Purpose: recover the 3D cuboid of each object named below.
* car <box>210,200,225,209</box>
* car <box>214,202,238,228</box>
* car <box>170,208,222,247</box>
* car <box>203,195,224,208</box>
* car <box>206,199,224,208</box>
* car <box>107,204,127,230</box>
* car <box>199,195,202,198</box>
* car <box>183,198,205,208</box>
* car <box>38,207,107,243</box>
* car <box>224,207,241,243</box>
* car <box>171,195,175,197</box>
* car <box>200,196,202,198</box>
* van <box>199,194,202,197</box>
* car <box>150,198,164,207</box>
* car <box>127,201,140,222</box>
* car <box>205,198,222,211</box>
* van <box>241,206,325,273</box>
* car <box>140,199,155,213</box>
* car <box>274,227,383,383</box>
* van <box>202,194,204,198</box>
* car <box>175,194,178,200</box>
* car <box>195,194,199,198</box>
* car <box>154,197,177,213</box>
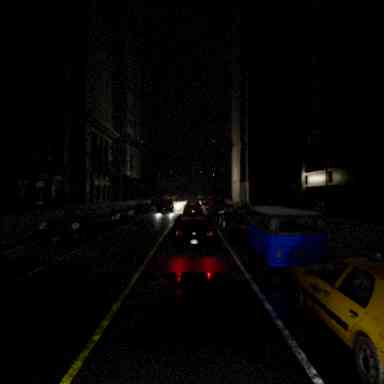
[{"bbox_3d":[2.768,1.640,27.354,1.947,1.339,4.313,0,0,0],"label":"car"},{"bbox_3d":[2.768,1.608,21.717,2.008,1.369,4.403,0,0,0],"label":"car"},{"bbox_3d":[0.094,1.639,15.084,1.895,1.301,4.718,0,0,0],"label":"car"},{"bbox_3d":[2.770,1.424,38.628,2.192,1.841,5.009,0,0,0],"label":"car"},{"bbox_3d":[2.769,1.657,32.990,1.947,1.339,4.313,0,0,0],"label":"car"},{"bbox_3d":[-5.757,1.639,21.712,1.802,1.307,4.206,0,0,0],"label":"car"},{"bbox_3d":[2.772,1.708,61.343,1.752,1.417,4.829,0,0,0],"label":"car"},{"bbox_3d":[0.098,1.616,32.828,1.812,1.442,4.674,0,0,0],"label":"car"},{"bbox_3d":[-5.757,1.482,16.077,1.967,1.590,4.097,0,0,0],"label":"car"},{"bbox_3d":[2.767,1.623,16.080,1.802,1.307,4.206,0,0,0],"label":"car"},{"bbox_3d":[-5.752,1.808,78.075,1.947,1.339,4.313,0,0,0],"label":"car"},{"bbox_3d":[2.771,1.714,55.537,2.008,1.369,4.403,0,0,0],"label":"car"},{"bbox_3d":[2.773,1.542,66.811,1.690,1.788,3.998,0,0,0],"label":"van"},{"bbox_3d":[-5.754,1.729,55.531,1.947,1.339,4.313,0,0,0],"label":"car"},{"bbox_3d":[-5.757,1.656,27.349,1.802,1.307,4.206,0,0,0],"label":"car"},{"bbox_3d":[2.770,1.567,44.264,1.967,1.590,4.097,0,0,0],"label":"car"},{"bbox_3d":[2.768,1.367,10.444,1.690,1.788,3.998,0,0,0],"label":"van"},{"bbox_3d":[-5.756,1.691,38.622,1.802,1.307,4.206,0,0,0],"label":"car"},{"bbox_3d":[2.766,1.538,4.977,1.752,1.417,4.829,0,0,0],"label":"car"},{"bbox_3d":[2.771,1.486,49.901,1.690,1.788,3.998,0,0,0],"label":"van"},{"bbox_3d":[-5.750,1.869,94.985,1.947,1.339,4.313,0,0,0],"label":"car"},{"bbox_3d":[2.364,1.776,86.427,1.837,1.490,4.892,0,0,0],"label":"car"},{"bbox_3d":[-3.089,1.618,39.391,1.837,1.490,4.892,0,-1,0],"label":"car"}]
